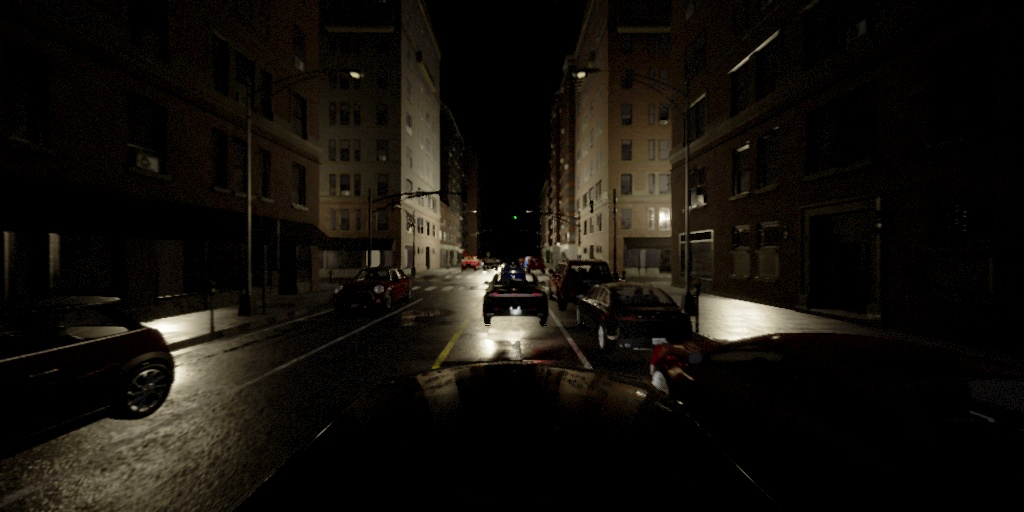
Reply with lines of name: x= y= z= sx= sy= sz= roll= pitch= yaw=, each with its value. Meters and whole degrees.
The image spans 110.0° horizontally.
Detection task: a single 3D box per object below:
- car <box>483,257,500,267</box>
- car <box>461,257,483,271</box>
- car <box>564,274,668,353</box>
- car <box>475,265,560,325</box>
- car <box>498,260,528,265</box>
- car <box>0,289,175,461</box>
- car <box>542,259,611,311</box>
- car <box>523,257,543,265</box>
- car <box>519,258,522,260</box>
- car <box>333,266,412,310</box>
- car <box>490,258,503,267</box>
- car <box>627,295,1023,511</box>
car: x=-2.843 y=1.170 z=48.708 sx=1.882 sy=1.535 sz=5.008 roll=0 pitch=0 yaw=0
car: x=-5.431 y=1.010 z=46.845 sx=2.192 sy=1.841 sz=5.009 roll=0 pitch=0 yaw=0
car: x=2.636 y=1.293 z=8.607 sx=2.007 sy=1.370 sz=4.403 roll=0 pitch=0 yaw=0
car: x=0.096 y=1.230 z=11.681 sx=2.128 sy=1.511 sz=4.902 roll=0 pitch=0 yaw=0
car: x=0.089 y=1.241 z=28.072 sx=1.812 sy=1.442 sz=4.674 roll=0 pitch=0 yaw=0
car: x=-5.388 y=1.188 z=2.921 sx=1.967 sy=1.591 sz=4.097 roll=0 pitch=0 yaw=0
car: x=2.634 y=1.050 z=14.289 sx=2.192 sy=1.841 sz=5.009 roll=0 pitch=0 yaw=0
car: x=2.689 y=1.017 z=41.345 sx=2.192 sy=1.841 sz=5.009 roll=0 pitch=0 yaw=0
car: x=2.671 y=0.996 z=57.856 sx=2.192 sy=1.841 sz=5.009 roll=0 pitch=0 yaw=0
car: x=-5.391 y=1.175 z=14.286 sx=1.967 sy=1.591 sz=4.097 roll=0 pitch=0 yaw=0
car: x=-2.795 y=1.165 z=64.586 sx=2.128 sy=1.511 sz=4.902 roll=0 pitch=0 yaw=1
car: x=2.637 y=1.294 z=2.924 sx=1.888 sy=1.381 sz=4.507 roll=0 pitch=0 yaw=0
